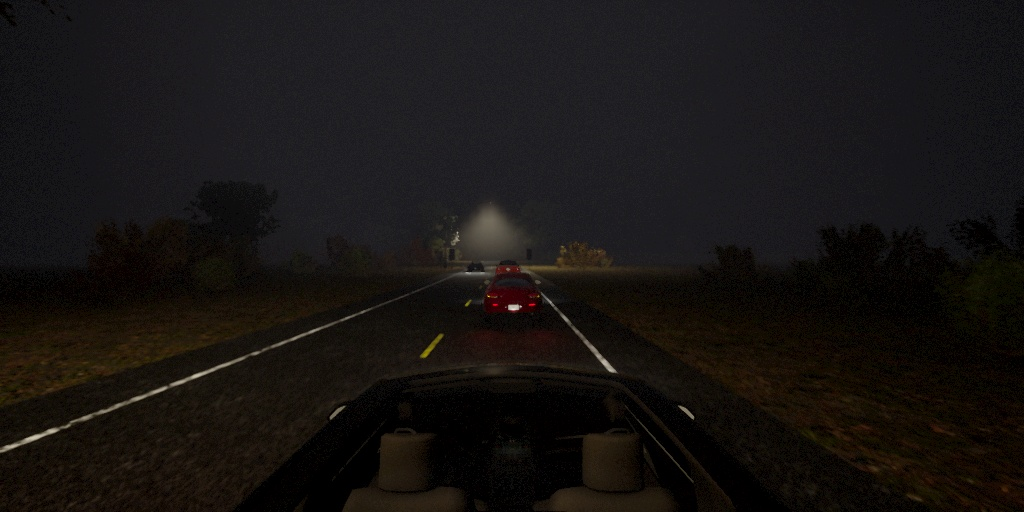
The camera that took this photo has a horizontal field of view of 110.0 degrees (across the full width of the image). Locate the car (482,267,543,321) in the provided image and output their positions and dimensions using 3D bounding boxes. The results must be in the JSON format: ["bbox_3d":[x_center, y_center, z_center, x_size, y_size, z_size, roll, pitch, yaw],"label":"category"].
[{"bbox_3d":[0.022,1.273,12.343,1.812,1.442,4.674,0,0,-1],"label":"car"}]

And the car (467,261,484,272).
[{"bbox_3d":[-4.455,1.292,44.551,1.994,1.385,4.181,0,0,-3],"label":"car"}]

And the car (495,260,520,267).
[{"bbox_3d":[-0.366,1.085,30.887,2.097,1.767,4.553,0,0,-2],"label":"car"}]
